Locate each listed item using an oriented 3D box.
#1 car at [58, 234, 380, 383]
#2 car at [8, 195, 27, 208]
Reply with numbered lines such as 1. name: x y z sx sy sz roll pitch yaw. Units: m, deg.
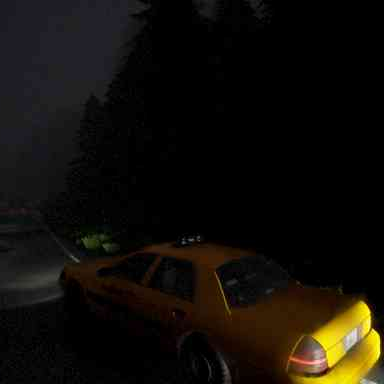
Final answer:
1. car: -0.239 1.417 5.107 5.366 1.575 1.801 1 1 45
2. car: -20.986 1.059 40.158 2.128 1.511 4.902 -2 2 -26
